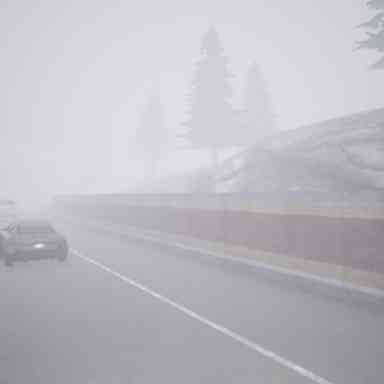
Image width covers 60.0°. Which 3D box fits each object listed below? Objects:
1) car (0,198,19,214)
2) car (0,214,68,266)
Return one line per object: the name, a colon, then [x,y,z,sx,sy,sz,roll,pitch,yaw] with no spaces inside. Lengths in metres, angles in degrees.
car: [-17.487,1.602,30.912,2.150,2.045,5.566,0,-1,-28]
car: [-6.005,1.717,12.328,1.994,1.385,4.181,0,-1,-34]
